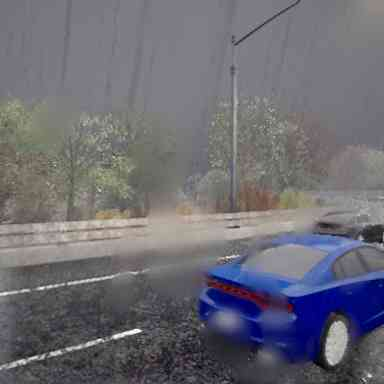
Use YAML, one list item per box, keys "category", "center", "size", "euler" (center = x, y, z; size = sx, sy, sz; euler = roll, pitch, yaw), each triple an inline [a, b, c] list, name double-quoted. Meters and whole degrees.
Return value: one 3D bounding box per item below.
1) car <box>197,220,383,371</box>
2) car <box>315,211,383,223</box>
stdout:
- category: "car"
  center: [2.374, 1.508, 5.855]
  size: [5.008, 1.535, 1.882]
  euler: [0, 0, -39]
- category: "car"
  center: [6.919, 1.586, 14.504]
  size: [4.892, 1.490, 1.837]
  euler: [1, 0, -43]
